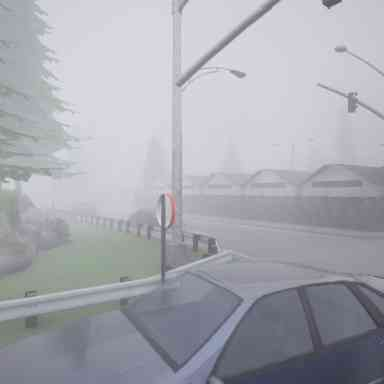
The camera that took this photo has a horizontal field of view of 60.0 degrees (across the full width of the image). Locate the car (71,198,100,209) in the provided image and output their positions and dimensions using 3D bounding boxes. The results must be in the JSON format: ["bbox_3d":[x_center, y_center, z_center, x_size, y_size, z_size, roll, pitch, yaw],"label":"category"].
[{"bbox_3d":[-16.111,1.706,50.698,1.812,1.442,4.674,0,0,18],"label":"car"}]

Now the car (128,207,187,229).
[{"bbox_3d":[-2.475,1.739,22.306,2.033,1.411,5.357,0,0,-35],"label":"car"}]

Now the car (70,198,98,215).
[{"bbox_3d":[-11.628,1.694,35.570,1.837,1.490,4.892,0,1,-34],"label":"car"}]

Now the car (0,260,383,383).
[{"bbox_3d":[0.623,1.542,3.573,5.357,1.411,2.033,0,0,-28],"label":"car"}]
